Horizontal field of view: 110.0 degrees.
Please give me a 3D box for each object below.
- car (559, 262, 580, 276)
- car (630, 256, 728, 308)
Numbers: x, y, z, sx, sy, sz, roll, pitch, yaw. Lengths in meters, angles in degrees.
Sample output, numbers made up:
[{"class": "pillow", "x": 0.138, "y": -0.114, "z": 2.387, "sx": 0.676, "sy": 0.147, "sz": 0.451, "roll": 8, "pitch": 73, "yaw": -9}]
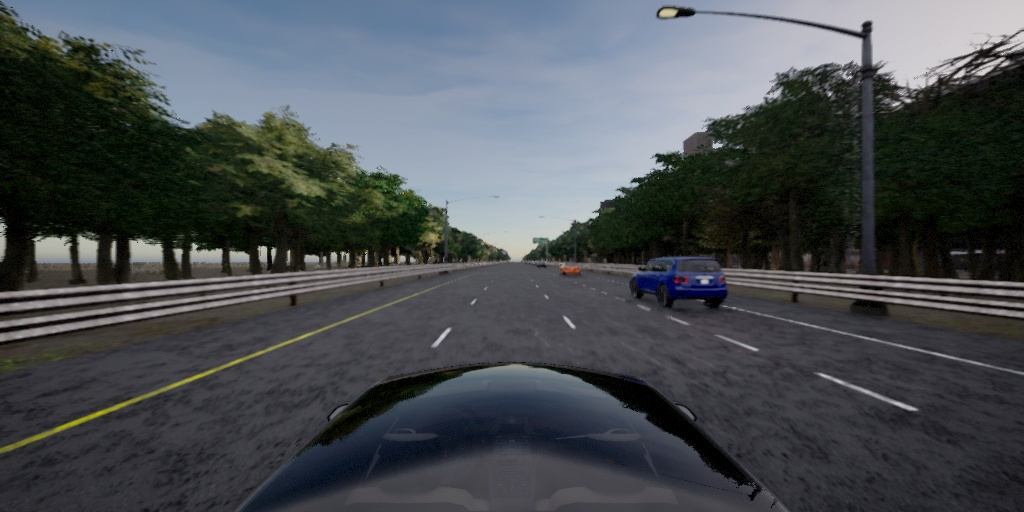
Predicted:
[{"class": "car", "x": 7.103, "y": 1.483, "z": 44.696, "sx": 2.097, "sy": 1.767, "sz": 4.553, "roll": 0, "pitch": -1, "yaw": 0}, {"class": "car", "x": 7.012, "y": 1.046, "z": 15.724, "sx": 2.150, "sy": 2.045, "sz": 5.566, "roll": 0, "pitch": 0, "yaw": 0}]
